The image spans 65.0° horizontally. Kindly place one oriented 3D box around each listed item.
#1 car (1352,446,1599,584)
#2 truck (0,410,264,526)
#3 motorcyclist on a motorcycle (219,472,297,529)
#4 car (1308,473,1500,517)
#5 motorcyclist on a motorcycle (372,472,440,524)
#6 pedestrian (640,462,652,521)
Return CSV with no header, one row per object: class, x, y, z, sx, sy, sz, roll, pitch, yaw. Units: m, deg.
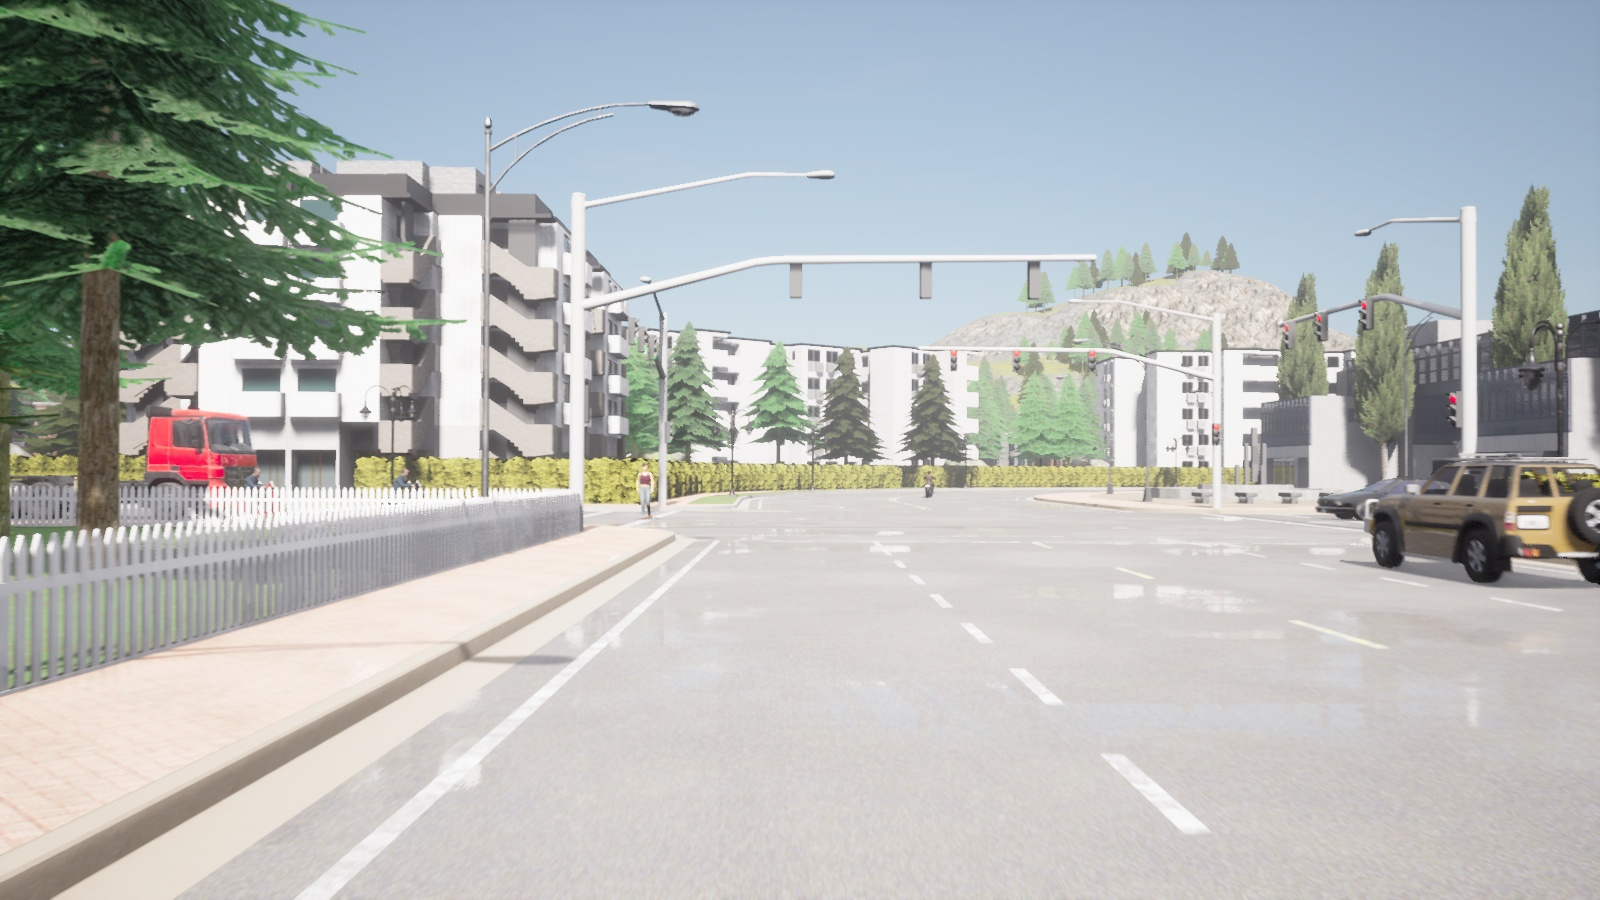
car,10.450,0.911,19.230,1.932,1.855,4.605,0,-1,0
truck,-21.259,0.572,39.099,7.936,3.462,2.891,0,-1,1
motorcyclist on a motorcycle,-15.288,1.423,35.448,1.817,1.590,0.866,0,-1,1
car,19.951,1.480,41.649,5.357,1.411,2.033,0,-1,1
motorcyclist on a motorcycle,-12.180,1.468,38.878,1.817,1.590,0.866,0,-1,1
pedestrian,-4.825,1.288,39.311,0.345,1.836,0.594,0,-1,-5
